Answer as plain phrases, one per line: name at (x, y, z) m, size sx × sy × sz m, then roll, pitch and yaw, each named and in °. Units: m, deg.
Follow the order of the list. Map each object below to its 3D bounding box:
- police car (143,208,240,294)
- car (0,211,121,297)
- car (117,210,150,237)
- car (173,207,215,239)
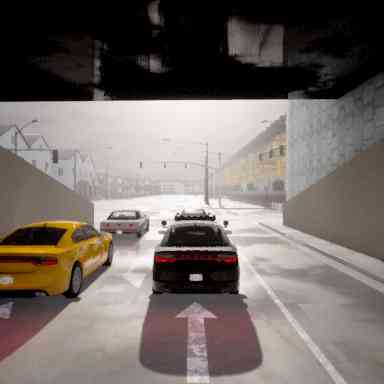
police car at (0.084, 1.425, 8.932) m, size 1.930 × 1.638 × 5.238 m, roll 0°, pitch 0°, yaw 0°
car at (-3.412, 1.478, 8.606) m, size 1.882 × 1.535 × 5.008 m, roll 0°, pitch 0°, yaw 0°
car at (-3.410, 1.601, 17.848) m, size 1.895 × 1.301 × 4.718 m, roll 0°, pitch 0°, yaw 0°
car at (0.088, 1.564, 17.894) m, size 1.994 × 1.385 × 4.181 m, roll 0°, pitch 0°, yaw 0°
